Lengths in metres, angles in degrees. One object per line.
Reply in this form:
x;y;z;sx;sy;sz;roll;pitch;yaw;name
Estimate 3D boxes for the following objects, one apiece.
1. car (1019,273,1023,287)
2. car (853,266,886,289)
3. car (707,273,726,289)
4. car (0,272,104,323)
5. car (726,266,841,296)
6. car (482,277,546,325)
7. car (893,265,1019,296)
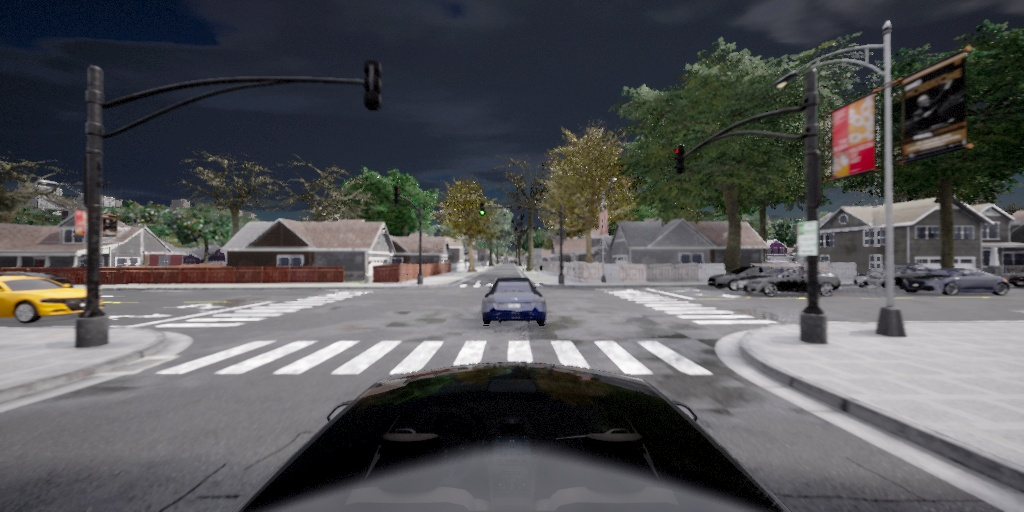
34.562;1.316;22.497;5.357;1.411;2.033;0;-1;0;car
24.326;1.317;22.518;4.902;1.511;2.128;0;-1;0;car
14.918;1.383;22.531;4.892;1.490;1.837;0;-1;0;car
-17.466;1.445;12.586;5.008;1.535;1.882;0;-1;0;car
14.741;1.336;19.273;4.902;1.511;2.128;0;-1;0;car
0.038;1.423;12.330;1.994;1.385;4.181;0;-1;-1;car
23.649;1.359;19.274;4.181;1.385;1.994;0;-1;0;car
